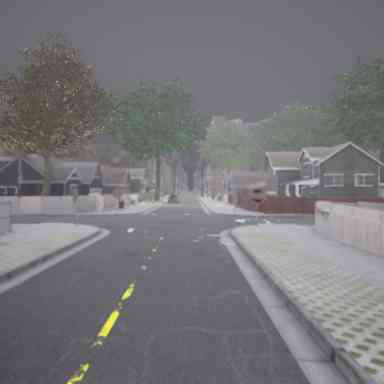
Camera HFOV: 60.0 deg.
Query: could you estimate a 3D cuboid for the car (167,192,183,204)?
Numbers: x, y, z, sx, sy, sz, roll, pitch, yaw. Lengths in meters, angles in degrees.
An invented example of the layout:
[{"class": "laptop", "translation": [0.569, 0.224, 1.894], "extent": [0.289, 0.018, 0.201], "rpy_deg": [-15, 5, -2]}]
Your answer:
[{"class": "car", "translation": [-2.828, 1.205, 52.538], "extent": [1.837, 1.490, 4.892], "rpy_deg": [0, 2, 0]}]
